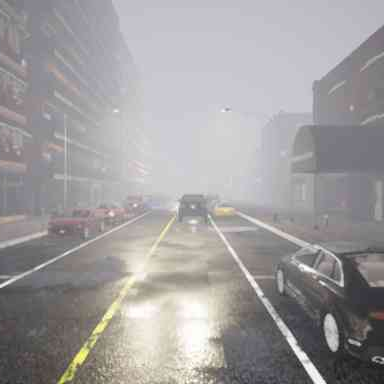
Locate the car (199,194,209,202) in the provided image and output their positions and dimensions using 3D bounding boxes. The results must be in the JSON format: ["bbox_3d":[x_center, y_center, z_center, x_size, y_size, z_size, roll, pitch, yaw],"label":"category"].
[{"bbox_3d":[2.644,1.259,72.222,1.967,1.590,4.097,0,0,0],"label":"car"}]

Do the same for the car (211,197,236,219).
[{"bbox_3d":[2.673,1.437,28.077,1.752,1.417,4.829,0,0,0],"label":"car"}]

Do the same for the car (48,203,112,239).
[{"bbox_3d":[-5.700,1.490,16.823,1.887,1.381,4.507,0,0,0],"label":"car"}]

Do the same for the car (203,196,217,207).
[{"bbox_3d":[2.658,1.383,50.234,1.752,1.417,4.829,0,0,0],"label":"car"}]

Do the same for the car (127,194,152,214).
[{"bbox_3d":[-5.710,1.212,33.440,2.192,1.841,5.009,0,0,0],"label":"car"}]

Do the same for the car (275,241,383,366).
[{"bbox_3d":[2.688,1.531,5.750,2.008,1.369,4.403,0,0,0],"label":"car"}]

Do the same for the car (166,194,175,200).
[{"bbox_3d":[-5.748,1.347,88.833,2.008,1.369,4.403,0,0,0],"label":"car"}]

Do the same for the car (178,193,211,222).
[{"bbox_3d":[0.084,1.139,25.910,2.150,2.045,5.566,0,0,0],"label":"car"}]

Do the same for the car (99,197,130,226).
[{"bbox_3d":[-5.703,1.368,22.361,1.967,1.590,4.097,0,0,0],"label":"car"}]

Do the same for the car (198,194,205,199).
[{"bbox_3d":[2.628,1.358,94.378,1.947,1.339,4.313,0,0,0],"label":"car"}]

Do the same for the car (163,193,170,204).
[{"bbox_3d":[-5.729,1.153,61.136,2.192,1.841,5.009,0,0,0],"label":"car"}]

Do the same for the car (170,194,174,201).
[{"bbox_3d":[-5.741,1.375,77.756,1.947,1.339,4.313,0,0,0],"label":"car"}]

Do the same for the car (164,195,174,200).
[{"bbox_3d":[-5.744,1.352,83.294,2.008,1.369,4.403,0,0,0],"label":"car"}]

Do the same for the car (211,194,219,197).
[{"bbox_3d":[2.663,1.185,44.524,2.192,1.841,5.009,0,0,0],"label":"car"}]

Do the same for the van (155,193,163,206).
[{"bbox_3d":[-5.722,1.199,50.058,1.690,1.788,3.998,0,0,0],"label":"van"}]

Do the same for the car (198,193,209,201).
[{"bbox_3d":[2.640,1.124,77.762,2.192,1.841,5.009,0,0,0],"label":"car"}]

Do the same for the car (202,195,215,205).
[{"bbox_3d":[2.655,1.288,55.603,1.967,1.590,4.097,0,0,0],"label":"car"}]

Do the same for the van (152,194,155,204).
[{"bbox_3d":[-5.714,1.224,38.980,1.690,1.788,3.998,0,0,0],"label":"van"}]

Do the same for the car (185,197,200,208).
[{"bbox_3d":[0.070,1.429,46.576,1.994,1.385,4.181,0,0,0],"label":"car"}]
